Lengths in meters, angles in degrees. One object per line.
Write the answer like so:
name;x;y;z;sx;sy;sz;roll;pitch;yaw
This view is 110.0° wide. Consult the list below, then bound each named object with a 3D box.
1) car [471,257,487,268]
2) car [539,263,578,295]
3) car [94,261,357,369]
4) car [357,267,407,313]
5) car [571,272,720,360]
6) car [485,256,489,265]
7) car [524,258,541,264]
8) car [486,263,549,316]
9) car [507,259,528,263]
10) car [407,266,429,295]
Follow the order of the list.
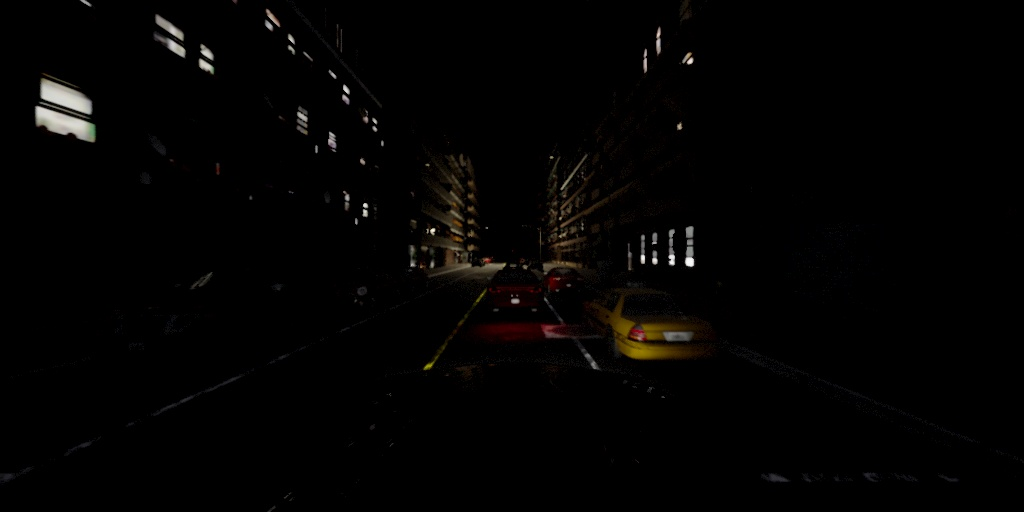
car;-5.694;1.162;58.679;2.007;1.370;4.403;0;0;0
car;2.688;1.253;19.222;1.888;1.381;4.507;0;0;0
car;-5.692;1.051;7.954;2.192;1.841;5.009;0;0;0
car;-5.693;1.162;13.589;1.967;1.591;4.097;0;0;0
car;2.688;1.260;8.120;1.751;1.417;4.829;0;0;0
car;-5.695;1.148;64.316;2.007;1.370;4.403;0;0;0
car;2.687;1.204;41.767;2.007;1.370;4.403;0;0;0
car;0.099;1.200;13.294;1.882;1.535;5.008;0;0;0
car;0.099;1.226;31.342;2.033;1.411;5.357;0;0;0
car;-5.693;1.254;19.227;1.888;1.381;4.507;0;0;0
